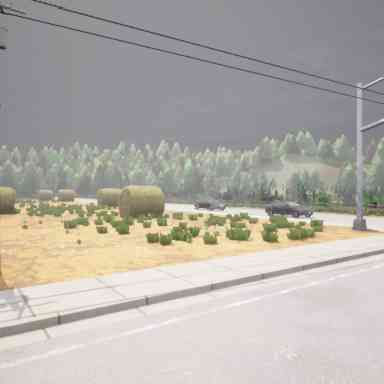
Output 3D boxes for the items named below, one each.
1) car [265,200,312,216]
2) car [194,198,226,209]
[{"bbox_3d":[8.572,1.491,29.782,1.812,1.442,4.674,0,0,-33],"label":"car"},{"bbox_3d":[2.094,1.457,39.848,2.128,1.511,4.902,0,0,-33],"label":"car"}]
